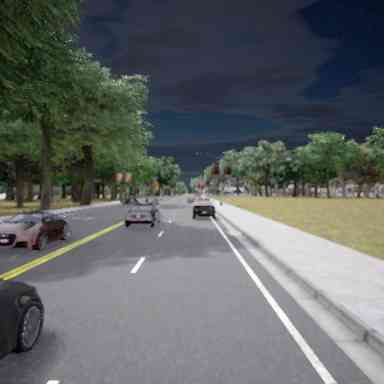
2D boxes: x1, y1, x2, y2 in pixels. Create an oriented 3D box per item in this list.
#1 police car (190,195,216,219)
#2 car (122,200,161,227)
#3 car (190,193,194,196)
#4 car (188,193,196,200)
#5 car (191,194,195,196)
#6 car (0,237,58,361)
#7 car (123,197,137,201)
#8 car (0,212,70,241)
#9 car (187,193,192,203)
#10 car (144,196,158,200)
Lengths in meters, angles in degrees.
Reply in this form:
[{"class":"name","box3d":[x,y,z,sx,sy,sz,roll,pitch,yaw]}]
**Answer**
[{"class":"police car","box3d":[0.966,1.344,28.153,1.930,1.638,5.238,0,0,0]},{"class":"car","box3d":[-3.157,1.482,21.998,2.033,1.411,5.357,0,0,0]},{"class":"car","box3d":[0.962,1.337,44.234,1.801,1.575,5.366,0,0,0]},{"class":"car","box3d":[-0.024,1.066,82.960,2.097,1.767,4.553,0,0,0]},{"class":"car","box3d":[0.964,1.349,38.233,1.801,1.575,5.366,0,0,0]},{"class":"car","box3d":[-3.151,1.515,3.126,1.812,1.442,4.674,0,0,0]},{"class":"car","box3d":[-9.828,1.432,53.117,1.994,1.385,4.181,0,0,0]},{"class":"car","box3d":[-6.604,1.521,13.696,1.994,1.385,4.181,0,0,0]},{"class":"car","box3d":[-0.018,1.410,63.181,2.033,1.411,5.357,0,0,0]},{"class":"car","box3d":[-6.580,1.359,54.204,2.128,1.511,4.902,0,0,0]}]
